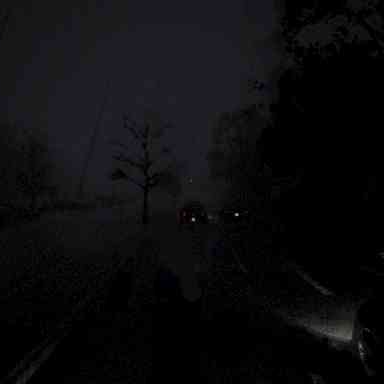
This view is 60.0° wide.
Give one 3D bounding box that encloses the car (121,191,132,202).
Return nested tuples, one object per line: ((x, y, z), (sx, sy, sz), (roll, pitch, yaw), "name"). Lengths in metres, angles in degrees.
((-13.861, 1.080, 57.637), (5.566, 2.045, 2.435), (-1, 1, -20), "car")

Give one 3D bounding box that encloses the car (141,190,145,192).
((-13.794, 1.038, 78.678), (4.792, 1.488, 2.163), (-1, 1, -20), "car")

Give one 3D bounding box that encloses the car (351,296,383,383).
((3.100, 1.565, 2.727), (1.994, 1.385, 4.181), (0, 0, 0), "car")

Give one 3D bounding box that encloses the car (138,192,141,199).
((-13.827, 1.206, 69.663), (4.674, 1.452, 2.002), (-1, 1, -20), "car")

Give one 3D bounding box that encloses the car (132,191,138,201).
((-13.859, 1.088, 66.650), (4.553, 1.767, 2.185), (-1, 1, -20), "car")

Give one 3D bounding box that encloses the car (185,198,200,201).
((0.098, 1.465, 42.113), (1.812, 1.442, 4.674), (0, 0, 0), "car")

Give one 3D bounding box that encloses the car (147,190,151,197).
((-13.797, 0.707, 81.677), (5.566, 2.045, 2.435), (-1, 1, -20), "car")

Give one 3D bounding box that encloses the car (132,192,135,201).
((-13.831, 1.301, 63.664), (4.674, 1.452, 2.002), (-1, 0, -20), "car")

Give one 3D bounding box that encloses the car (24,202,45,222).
((-13.825, 1.491, 24.636), (4.792, 1.488, 2.163), (-1, 0, -20), "car")

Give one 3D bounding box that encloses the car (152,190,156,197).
((-13.838, 0.523, 93.645), (5.566, 2.045, 2.435), (-1, 1, -20), "car")

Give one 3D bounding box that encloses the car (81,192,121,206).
((-13.815, 1.155, 48.656), (5.566, 2.045, 2.435), (-1, 0, -20), "car")

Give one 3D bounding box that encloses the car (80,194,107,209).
((-14.012, 1.429, 42.565), (5.366, 1.575, 1.946), (-1, 0, -20), "car")

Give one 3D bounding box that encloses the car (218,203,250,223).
((3.099, 1.535, 25.035), (1.994, 1.385, 4.181), (0, 0, 0), "car")

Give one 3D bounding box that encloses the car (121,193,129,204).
((-13.662, 1.355, 54.712), (5.366, 1.575, 1.946), (-1, 0, -20), "car")

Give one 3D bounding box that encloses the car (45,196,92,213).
((-13.818, 1.471, 36.642), (4.792, 1.488, 2.163), (-1, 0, -20), "car")

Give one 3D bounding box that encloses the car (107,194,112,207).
((-13.843, 1.458, 45.638), (4.674, 1.452, 2.002), (-1, 0, -20), "car")

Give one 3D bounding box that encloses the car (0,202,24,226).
((-13.848, 1.507, 21.617), (4.674, 1.452, 2.002), (-1, 0, -20), "car")

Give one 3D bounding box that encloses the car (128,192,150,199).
((-13.988, 0.862, 87.598), (5.366, 1.575, 1.946), (-1, 1, -20), "car")

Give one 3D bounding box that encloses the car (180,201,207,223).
((0.099, 1.572, 24.914), (1.895, 1.301, 4.718), (0, 0, 0), "car")

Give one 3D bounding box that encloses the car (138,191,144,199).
((-13.816, 1.115, 72.662), (5.008, 1.535, 2.097), (-1, 1, -20), "car")
